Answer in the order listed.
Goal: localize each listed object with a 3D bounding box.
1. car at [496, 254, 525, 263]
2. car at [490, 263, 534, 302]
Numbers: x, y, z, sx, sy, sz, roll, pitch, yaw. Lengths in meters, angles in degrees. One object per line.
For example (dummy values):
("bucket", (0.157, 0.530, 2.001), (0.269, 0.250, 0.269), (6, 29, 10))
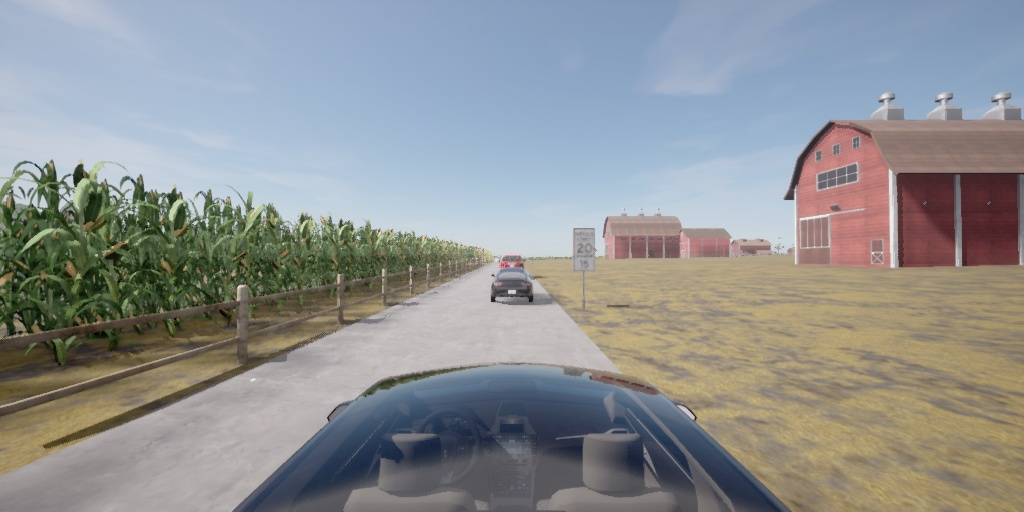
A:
("car", (0.000, 0.874, 31.531), (2.150, 2.045, 5.566), (0, 0, 0))
("car", (0.000, 1.245, 16.497), (1.812, 1.442, 4.674), (0, 0, 0))
